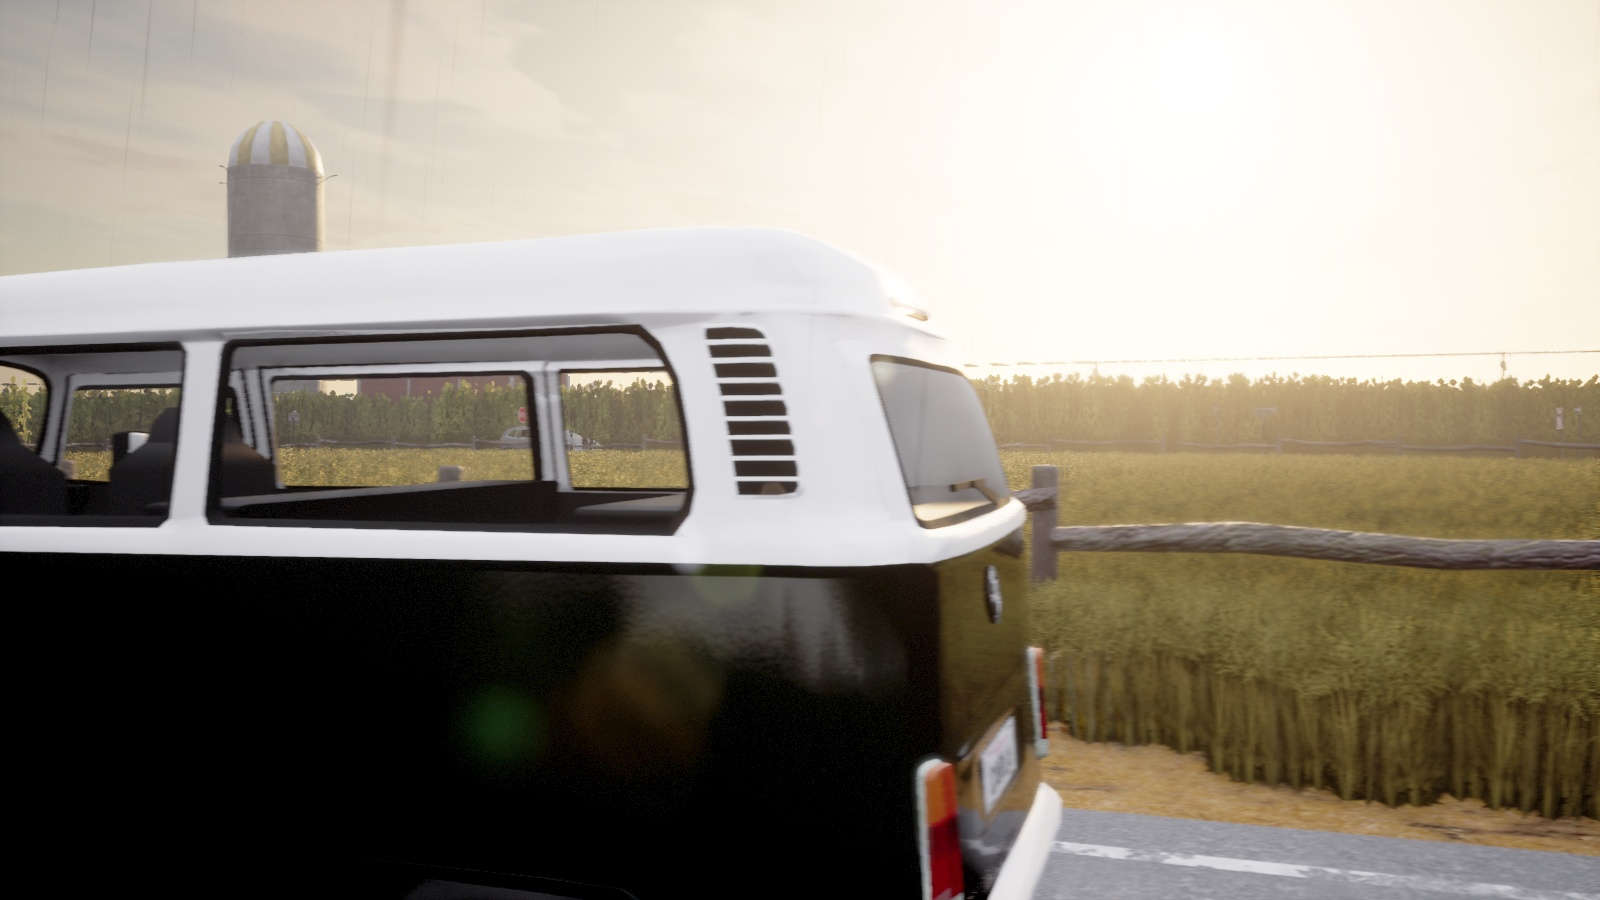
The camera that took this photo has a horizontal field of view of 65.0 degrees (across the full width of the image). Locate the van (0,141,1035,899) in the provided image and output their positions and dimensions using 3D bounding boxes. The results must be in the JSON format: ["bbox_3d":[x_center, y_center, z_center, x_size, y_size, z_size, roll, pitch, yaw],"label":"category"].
[{"bbox_3d":[-1.704,0.483,3.763,4.480,2.038,2.069,0,1,19],"label":"van"}]
